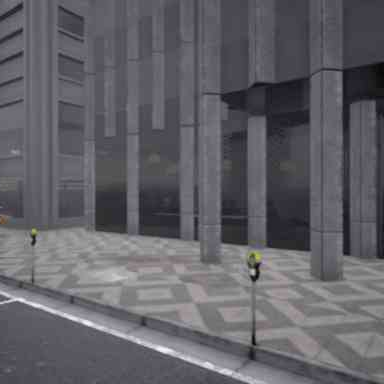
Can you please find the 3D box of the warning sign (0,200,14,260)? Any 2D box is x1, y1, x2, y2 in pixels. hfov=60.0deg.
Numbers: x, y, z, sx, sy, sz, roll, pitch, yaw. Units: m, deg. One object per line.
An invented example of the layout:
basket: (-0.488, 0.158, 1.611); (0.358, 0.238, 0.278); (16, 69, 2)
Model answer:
warning sign: (-6.535, 1.186, 10.458); (1.060, 1.860, 1.300); (0, 0, 35)
